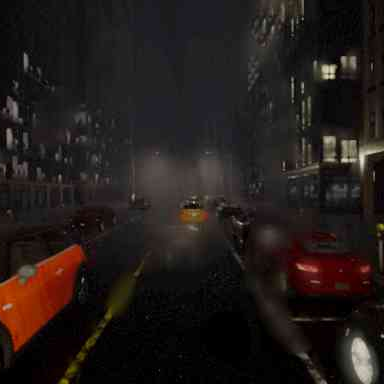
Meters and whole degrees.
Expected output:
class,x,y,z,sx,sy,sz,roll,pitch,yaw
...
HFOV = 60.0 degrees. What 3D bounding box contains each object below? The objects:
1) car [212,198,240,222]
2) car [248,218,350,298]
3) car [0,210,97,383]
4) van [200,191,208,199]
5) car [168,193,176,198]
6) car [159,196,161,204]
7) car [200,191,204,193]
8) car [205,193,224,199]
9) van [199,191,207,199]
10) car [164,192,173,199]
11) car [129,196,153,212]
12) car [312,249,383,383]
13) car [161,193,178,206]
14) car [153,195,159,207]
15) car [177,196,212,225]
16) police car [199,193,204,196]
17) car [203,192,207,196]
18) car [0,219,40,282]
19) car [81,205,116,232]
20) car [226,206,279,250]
class,x,y,z,sx,sy,sz,roll,pitch,yaw
car,2.730,1.400,24.441,2.008,1.369,4.403,1,0,0
car,2.709,1.533,8.070,1.802,1.307,4.206,1,0,0
car,-3.096,1.324,4.726,2.097,1.767,4.553,0,0,0
van,2.803,0.783,80.209,1.690,1.788,3.998,1,0,0
car,-5.566,0.917,91.380,1.947,1.339,4.313,1,0,0
car,-5.615,1.220,52.359,1.947,1.339,4.313,1,0,0
car,2.786,1.095,69.056,1.947,1.339,4.313,1,0,0
car,2.745,1.214,35.595,1.967,1.590,4.097,1,0,0
van,2.810,0.738,85.786,1.690,1.788,3.998,1,0,0
car,-5.579,0.882,80.231,1.967,1.590,4.097,1,0,0
car,-5.637,1.356,35.638,1.802,1.307,4.206,1,0,0
car,2.702,1.536,2.395,2.008,1.369,4.403,1,0,0
car,-3.018,1.211,48.013,1.812,1.442,4.674,0,0,0
car,-5.628,1.175,41.210,1.967,1.590,4.097,1,0,0
car,0.131,1.318,22.592,1.801,1.575,5.366,0,0,0
police car,0.151,1.235,41.535,2.038,1.542,4.974,0,0,0
car,2.765,1.205,52.326,2.008,1.369,4.403,1,0,0
car,-5.671,1.518,8.108,1.947,1.339,4.313,1,0,0
car,-5.657,1.426,19.458,1.887,1.381,4.507,1,0,0
car,2.716,1.483,13.742,1.947,1.339,4.313,1,0,0
